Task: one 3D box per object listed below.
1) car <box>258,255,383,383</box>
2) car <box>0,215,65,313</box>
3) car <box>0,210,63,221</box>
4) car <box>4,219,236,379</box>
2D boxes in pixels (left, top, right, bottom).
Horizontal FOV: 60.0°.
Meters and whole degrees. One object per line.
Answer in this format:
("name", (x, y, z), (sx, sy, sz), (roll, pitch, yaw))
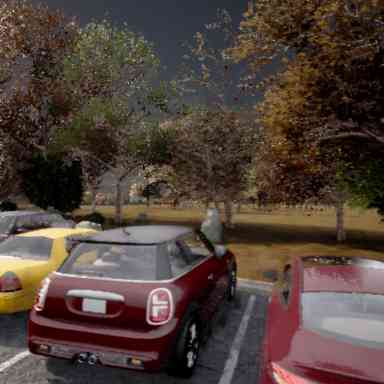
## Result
("car", (1.876, 1.527, 4.163), (2.002, 1.452, 4.674), (0, -1, 16))
("car", (-2.859, 1.481, 7.832), (1.946, 1.575, 5.366), (0, -1, 17))
("car", (-5.273, 1.354, 9.447), (2.185, 1.767, 4.553), (1, -1, 17))
("car", (-0.530, 1.358, 5.875), (2.185, 1.767, 4.553), (0, -1, 16))
